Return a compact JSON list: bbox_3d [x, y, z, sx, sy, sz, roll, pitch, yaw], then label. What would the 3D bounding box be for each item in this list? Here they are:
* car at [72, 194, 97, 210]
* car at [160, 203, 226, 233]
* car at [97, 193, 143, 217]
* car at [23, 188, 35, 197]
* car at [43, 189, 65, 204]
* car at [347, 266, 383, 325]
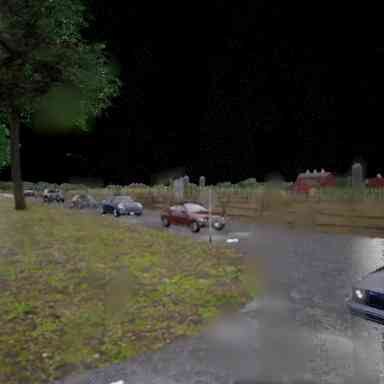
[{"bbox_3d":[-11.473,1.027,35.500,1.837,1.490,4.892,-1,1,-33],"label":"car"},{"bbox_3d":[-0.095,1.353,18.822,1.812,1.442,4.674,-1,1,-36],"label":"car"},{"bbox_3d":[-5.789,1.020,27.115,2.097,1.767,4.553,-1,1,-34],"label":"car"},{"bbox_3d":[-41.072,0.343,84.093,1.882,1.535,5.008,-1,1,-34],"label":"car"},{"bbox_3d":[-20.147,0.539,48.410,2.150,2.045,5.566,-1,1,-34],"label":"car"},{"bbox_3d":[5.238,1.597,6.316,5.357,1.411,2.033,0,0,-34],"label":"car"}]
